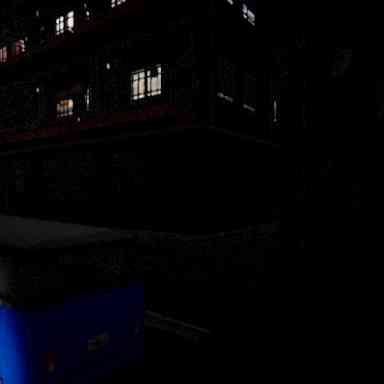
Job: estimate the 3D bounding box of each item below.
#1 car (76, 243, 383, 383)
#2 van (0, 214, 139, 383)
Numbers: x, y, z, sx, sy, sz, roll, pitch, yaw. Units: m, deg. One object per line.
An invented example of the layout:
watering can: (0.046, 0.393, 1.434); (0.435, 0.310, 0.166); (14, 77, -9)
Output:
car: (2.044, 1.335, 1.237); (5.009, 1.841, 2.192); (1, 0, 36)
van: (-2.444, 1.253, 4.469); (3.998, 1.788, 1.690); (1, 0, 36)
